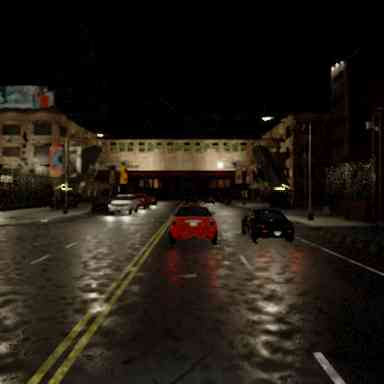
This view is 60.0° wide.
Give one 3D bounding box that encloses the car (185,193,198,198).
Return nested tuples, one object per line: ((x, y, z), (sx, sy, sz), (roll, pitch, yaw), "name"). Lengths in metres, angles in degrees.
((-0.104, 1.299, 63.448), (2.150, 2.045, 5.566), (0, 0, 1), "car")

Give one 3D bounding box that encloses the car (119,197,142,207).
((-10.133, 1.554, 55.069), (2.231, 1.521, 4.892), (0, 0, 10), "car")

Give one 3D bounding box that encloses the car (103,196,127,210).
((-10.142, 1.414, 44.294), (2.185, 1.767, 4.553), (0, 0, 0), "car")

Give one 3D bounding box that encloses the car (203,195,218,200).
((3.395, 1.624, 63.424), (2.033, 1.411, 5.357), (0, 0, 1), "car")

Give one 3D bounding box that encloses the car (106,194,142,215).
((-7.137, 1.269, 35.389), (2.150, 2.045, 5.566), (0, 0, 0), "car")

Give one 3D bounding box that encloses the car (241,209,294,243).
((3.561, 1.544, 16.153), (1.812, 1.442, 4.674), (0, 0, 0), "car")

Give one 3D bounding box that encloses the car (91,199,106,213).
((-9.987, 1.531, 37.869), (2.097, 1.535, 5.008), (0, 0, 0), "car")

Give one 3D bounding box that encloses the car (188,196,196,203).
((-0.043, 1.548, 73.834), (1.812, 1.442, 4.674), (0, 0, 0), "car")

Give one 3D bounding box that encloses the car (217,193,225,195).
((6.508, 1.316, 73.734), (2.435, 2.045, 5.566), (0, 0, 0), "car")

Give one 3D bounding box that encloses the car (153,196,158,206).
((-7.145, 1.425, 56.897), (2.097, 1.767, 4.553), (0, 0, 0), "car")

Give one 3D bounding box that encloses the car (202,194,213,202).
((3.457, 1.377, 73.805), (2.097, 1.767, 4.553), (0, 0, 0), "car")

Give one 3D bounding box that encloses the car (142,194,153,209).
((-7.142, 1.281, 45.687), (2.150, 2.045, 5.566), (0, 0, 1), "car")

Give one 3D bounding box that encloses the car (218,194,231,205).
((6.571, 1.673, 66.338), (1.895, 1.301, 4.718), (0, 0, 0), "car")

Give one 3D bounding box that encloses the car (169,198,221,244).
((0.059, 1.372, 16.159), (2.097, 1.767, 4.553), (0, 0, 0), "car")
